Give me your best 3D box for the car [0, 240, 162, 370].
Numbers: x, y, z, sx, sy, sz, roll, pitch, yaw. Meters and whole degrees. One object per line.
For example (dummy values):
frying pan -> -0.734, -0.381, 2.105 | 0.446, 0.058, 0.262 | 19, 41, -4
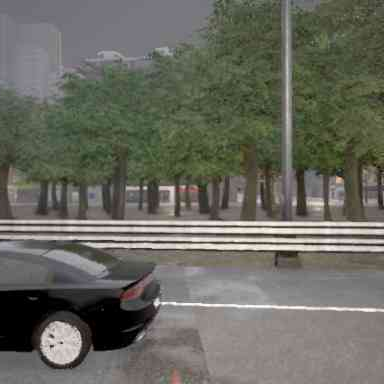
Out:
car -> -2.995, 1.523, 5.277 | 5.008, 1.535, 1.882 | 0, 0, 6
